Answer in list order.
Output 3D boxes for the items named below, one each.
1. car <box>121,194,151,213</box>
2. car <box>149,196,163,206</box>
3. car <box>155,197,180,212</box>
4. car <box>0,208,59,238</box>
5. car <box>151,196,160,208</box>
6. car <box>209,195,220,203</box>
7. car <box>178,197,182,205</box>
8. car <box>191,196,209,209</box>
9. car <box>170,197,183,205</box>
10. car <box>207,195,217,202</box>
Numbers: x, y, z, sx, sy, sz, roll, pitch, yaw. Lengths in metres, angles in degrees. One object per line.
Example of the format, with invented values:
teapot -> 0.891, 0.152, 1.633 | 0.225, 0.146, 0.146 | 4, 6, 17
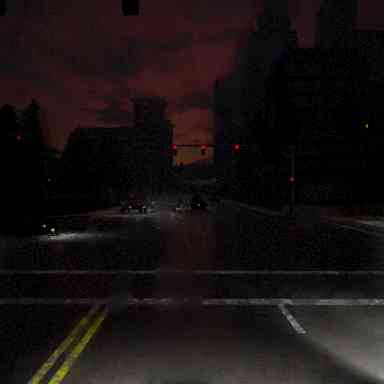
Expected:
car -> -6.360, 1.221, 37.093 | 2.150, 2.045, 5.566 | 0, 0, 1
car -> -6.153, 1.505, 57.032 | 1.837, 1.490, 4.892 | 0, 0, 0
car -> -2.839, 1.601, 39.200 | 1.895, 1.301, 4.718 | 0, 0, 1
car -> -9.742, 1.547, 16.966 | 5.357, 1.411, 2.033 | 0, 0, 1
car -> -6.262, 1.491, 46.973 | 2.128, 1.511, 4.902 | 0, 0, 1
car -> 4.636, 1.547, 67.319 | 2.033, 1.411, 5.357 | 0, 0, 1
car -> -2.751, 1.564, 48.002 | 1.994, 1.385, 4.181 | 0, 0, 1
car -> 0.898, 1.564, 44.136 | 1.994, 1.385, 4.181 | 0, 0, 1
car -> -2.635, 1.547, 58.326 | 2.033, 1.411, 5.357 | 0, 0, 1
car -> 4.627, 1.478, 77.142 | 1.882, 1.535, 5.008 | 0, 0, 1
